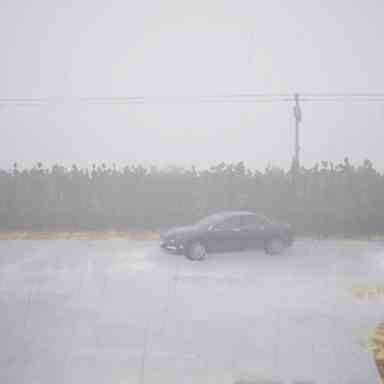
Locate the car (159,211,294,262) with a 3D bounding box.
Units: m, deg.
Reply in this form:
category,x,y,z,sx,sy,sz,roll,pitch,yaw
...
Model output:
category,x,y,z,sx,sy,sz,roll,pitch,yaw
car,1.260,1.479,11.889,4.892,1.490,1.837,0,-1,-18
